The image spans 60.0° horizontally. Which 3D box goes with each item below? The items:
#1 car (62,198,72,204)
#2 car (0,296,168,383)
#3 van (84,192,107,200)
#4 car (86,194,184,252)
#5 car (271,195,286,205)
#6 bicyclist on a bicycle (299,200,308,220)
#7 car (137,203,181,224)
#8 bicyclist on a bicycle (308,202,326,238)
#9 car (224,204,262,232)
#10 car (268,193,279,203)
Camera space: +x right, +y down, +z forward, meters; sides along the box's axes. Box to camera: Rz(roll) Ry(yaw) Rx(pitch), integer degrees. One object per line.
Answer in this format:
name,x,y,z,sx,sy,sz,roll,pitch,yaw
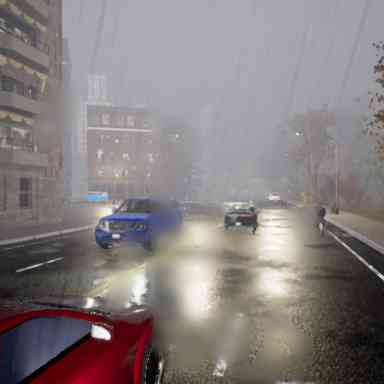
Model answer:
car,-19.650,1.103,48.161,4.206,1.307,1.802,1,-1,-17
car,-1.697,1.563,2.675,1.994,1.385,4.181,0,0,16
van,-16.558,0.879,57.838,3.998,1.788,1.690,1,-1,-17
car,-1.976,1.220,14.417,2.150,2.045,5.566,0,0,15
car,14.733,1.565,56.016,1.895,1.301,4.718,0,0,12
bicyclist on a bicycle,8.812,1.425,26.070,0.866,1.612,1.509,0,0,14
car,-2.382,1.595,25.709,1.895,1.301,4.718,0,0,14
bicyclist on a bicycle,6.323,1.364,16.497,0.659,1.776,1.843,0,0,15
car,3.125,1.485,20.260,2.128,1.511,4.902,0,0,15
car,17.489,1.174,70.790,2.150,2.045,5.566,0,0,10
